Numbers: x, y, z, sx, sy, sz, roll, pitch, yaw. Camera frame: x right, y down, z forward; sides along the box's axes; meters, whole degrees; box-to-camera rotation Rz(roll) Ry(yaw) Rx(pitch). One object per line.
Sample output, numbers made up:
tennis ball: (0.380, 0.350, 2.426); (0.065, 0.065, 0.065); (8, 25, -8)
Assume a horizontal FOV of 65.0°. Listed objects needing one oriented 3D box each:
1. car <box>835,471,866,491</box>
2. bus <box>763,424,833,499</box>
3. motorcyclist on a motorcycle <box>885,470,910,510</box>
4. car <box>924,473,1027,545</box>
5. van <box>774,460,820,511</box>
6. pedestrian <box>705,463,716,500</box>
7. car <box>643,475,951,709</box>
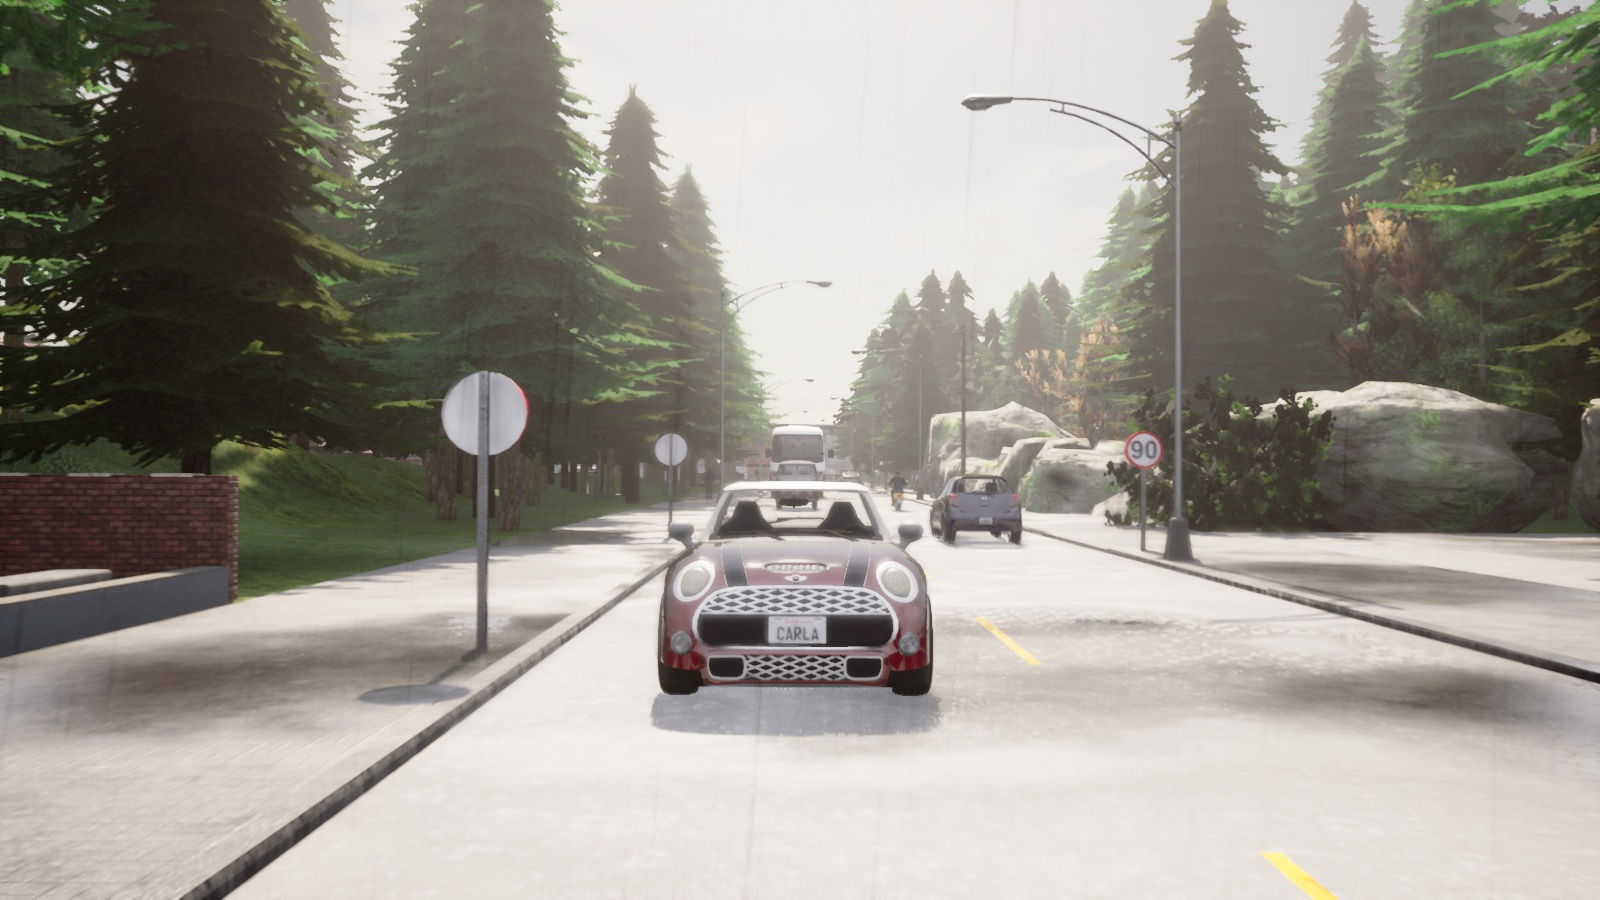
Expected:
car: (3.846, 2.360, 95.870); (2.128, 1.511, 4.902); (0, -1, 0)
bus: (-0.137, 0.710, 75.938); (3.944, 4.253, 10.273); (0, -1, 0)
motorcyclist on a motorcycle: (3.897, 1.593, 50.218); (0.866, 1.590, 1.817); (0, -1, 0)
car: (3.928, 1.293, 28.663); (1.845, 1.501, 3.633); (0, -1, 0)
van: (-0.104, 1.421, 50.937); (1.775, 1.987, 4.442); (0, -1, 0)
pedestrian: (-4.516, 1.600, 63.177); (0.402, 1.842, 0.726); (0, -1, -15)
car: (-0.024, 0.947, 9.963); (1.970, 1.475, 3.806); (0, -1, 0)
